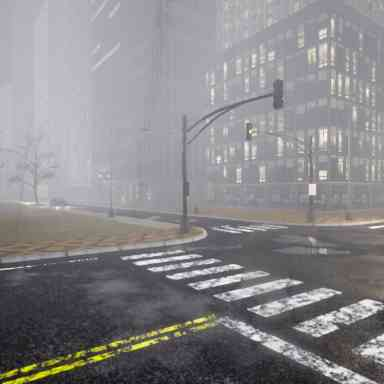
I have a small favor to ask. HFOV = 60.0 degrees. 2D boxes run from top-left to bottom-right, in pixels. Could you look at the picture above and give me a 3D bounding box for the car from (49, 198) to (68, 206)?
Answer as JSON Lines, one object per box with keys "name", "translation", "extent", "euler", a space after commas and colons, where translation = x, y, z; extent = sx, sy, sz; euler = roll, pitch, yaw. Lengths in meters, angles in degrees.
{"name": "car", "translation": [-21.749, 1.606, 54.191], "extent": [1.895, 1.301, 4.718], "euler": [0, 0, -35]}
